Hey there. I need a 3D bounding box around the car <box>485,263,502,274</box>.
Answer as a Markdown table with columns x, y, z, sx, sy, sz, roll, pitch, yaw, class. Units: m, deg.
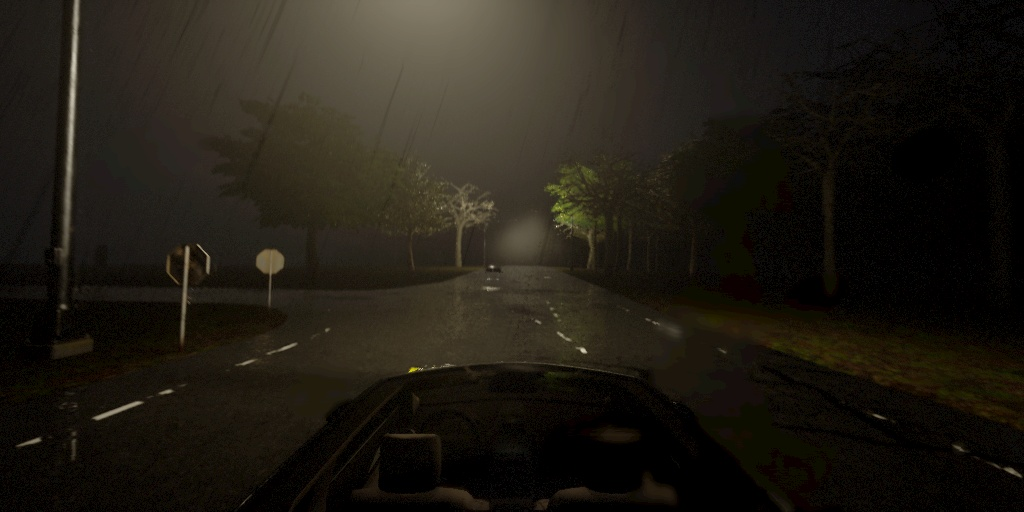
| x | y | z | sx | sy | sz | roll | pitch | yaw | class |
| --- | --- | --- | --- | --- | --- | --- | --- | --- | --- |
| -2.422 | 1.665 | 48.216 | 1.994 | 1.385 | 4.181 | 1 | 0 | 2 | car |
